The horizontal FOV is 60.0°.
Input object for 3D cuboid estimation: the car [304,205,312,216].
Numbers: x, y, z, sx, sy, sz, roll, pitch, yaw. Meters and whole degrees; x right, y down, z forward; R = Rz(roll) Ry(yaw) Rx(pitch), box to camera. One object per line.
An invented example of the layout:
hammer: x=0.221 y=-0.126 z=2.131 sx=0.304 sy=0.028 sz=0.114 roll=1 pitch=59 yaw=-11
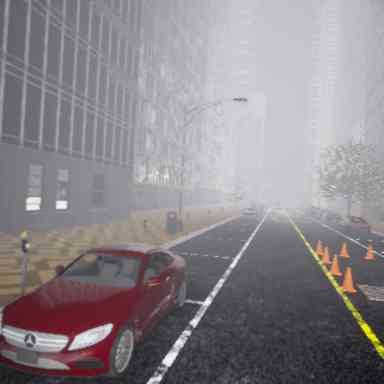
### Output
car: x=19.508 y=3.011 z=53.156 sx=1.967 sy=1.590 sz=4.097 roll=3 pitch=0 yaw=14

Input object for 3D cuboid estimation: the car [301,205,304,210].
car: x=20.910 y=3.134 z=58.671 sx=1.967 sy=1.590 sz=4.097 roll=3 pitch=0 yaw=14

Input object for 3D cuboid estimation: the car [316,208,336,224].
car: x=15.292 y=2.747 z=36.609 sx=2.008 sy=1.369 sz=4.403 roll=3 pitch=-1 yaw=14

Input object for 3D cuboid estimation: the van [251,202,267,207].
van: x=8.598 y=2.246 z=44.203 sx=1.690 sy=1.788 sz=3.998 roll=3 pitch=-1 yaw=14

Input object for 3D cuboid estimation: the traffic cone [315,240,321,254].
traffic cone: x=5.561 y=2.406 z=14.499 sx=0.340 sy=0.580 sz=0.340 roll=3 pitch=-1 yaw=14

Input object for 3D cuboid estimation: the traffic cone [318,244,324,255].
traffic cone: x=5.068 y=2.359 z=12.561 sx=0.340 sy=0.580 sz=0.340 roll=3 pitch=-1 yaw=14

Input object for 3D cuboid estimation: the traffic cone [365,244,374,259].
traffic cone: x=7.496 y=2.505 z=14.004 sx=0.340 sy=0.580 sz=0.340 roll=3 pitch=-1 yaw=14

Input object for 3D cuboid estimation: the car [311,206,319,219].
car: x=16.695 y=2.874 z=42.124 sx=2.008 sy=1.369 sz=4.403 roll=3 pitch=-1 yaw=14

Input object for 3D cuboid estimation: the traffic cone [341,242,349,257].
traffic cone: x=6.529 y=2.455 z=14.252 sx=0.340 sy=0.580 sz=0.340 roll=3 pitch=-1 yaw=14

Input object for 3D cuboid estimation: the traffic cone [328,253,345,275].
traffic cone: x=4.576 y=2.313 z=10.624 sx=0.340 sy=0.580 sz=0.340 roll=3 pitch=-1 yaw=14

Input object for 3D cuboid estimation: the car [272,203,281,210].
car: x=20.228 y=3.335 z=79.059 sx=1.837 sy=1.490 sz=4.892 roll=3 pitch=-1 yaw=14

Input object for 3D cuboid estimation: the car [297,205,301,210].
car: x=26.518 y=3.724 z=80.733 sx=1.887 sy=1.381 sz=4.507 roll=3 pitch=0 yaw=14

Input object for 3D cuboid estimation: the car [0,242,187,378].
car: x=-1.236 y=1.573 z=5.592 sx=1.802 sy=1.307 sz=4.206 roll=3 pitch=-1 yaw=14

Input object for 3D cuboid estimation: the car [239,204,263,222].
car: x=5.780 y=2.201 z=33.170 sx=2.008 sy=1.369 sz=4.403 roll=3 pitch=-1 yaw=14

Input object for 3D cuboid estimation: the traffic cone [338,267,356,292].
traffic cone: x=4.083 y=2.266 z=8.686 sx=0.340 sy=0.580 sz=0.340 roll=3 pitch=-1 yaw=14

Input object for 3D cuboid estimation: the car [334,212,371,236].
car: x=12.484 y=2.519 z=25.578 sx=1.802 sy=1.307 sz=4.206 roll=3 pitch=-1 yaw=14
